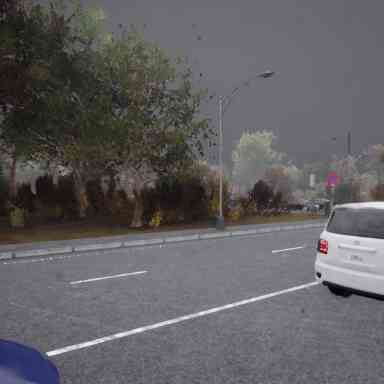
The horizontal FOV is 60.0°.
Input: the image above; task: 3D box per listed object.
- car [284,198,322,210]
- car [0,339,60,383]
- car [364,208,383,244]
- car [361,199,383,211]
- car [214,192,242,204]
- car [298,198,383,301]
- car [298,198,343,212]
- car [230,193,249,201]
[{"bbox_3d":[12.539,1.491,38.756,2.128,1.511,4.902,0,0,-33],"label":"car"},{"bbox_3d":[-3.070,1.526,1.553,4.674,1.442,1.812,0,0,-36],"label":"car"},{"bbox_3d":[10.277,1.505,15.642,4.892,1.490,1.837,0,0,-35],"label":"car"},{"bbox_3d":[23.748,1.600,41.078,1.895,1.301,4.718,0,0,-32],"label":"car"},{"bbox_3d":[6.665,1.124,61.541,2.150,2.045,5.566,0,1,-32],"label":"car"},{"bbox_3d":[5.050,1.221,7.356,5.566,2.045,2.150,0,0,-35],"label":"car"},{"bbox_3d":[15.569,1.491,40.540,2.128,1.511,4.902,0,0,-32],"label":"car"},{"bbox_3d":[7.294,1.213,47.085,2.150,2.045,5.566,0,0,-32],"label":"car"}]
